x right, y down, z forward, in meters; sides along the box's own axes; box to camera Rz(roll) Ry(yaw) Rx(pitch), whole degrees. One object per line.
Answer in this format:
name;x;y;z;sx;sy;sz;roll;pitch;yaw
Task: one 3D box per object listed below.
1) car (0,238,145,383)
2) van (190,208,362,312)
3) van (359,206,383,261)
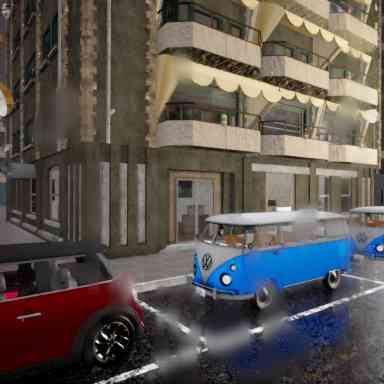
car;-2.755;1.440;4.128;4.097;1.590;1.967;0;0;-36
van;1.870;1.342;7.441;3.998;1.788;1.690;0;0;-36
van;6.496;1.345;10.755;3.998;1.788;1.690;0;0;-36
